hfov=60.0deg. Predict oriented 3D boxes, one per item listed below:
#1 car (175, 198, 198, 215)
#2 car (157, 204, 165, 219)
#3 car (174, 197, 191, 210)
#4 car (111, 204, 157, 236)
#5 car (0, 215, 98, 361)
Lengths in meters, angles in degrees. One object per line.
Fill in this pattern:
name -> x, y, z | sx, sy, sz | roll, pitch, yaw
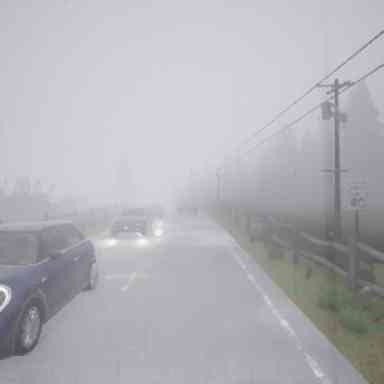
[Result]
car -> -0.529, 1.566, 36.393 | 2.097, 1.767, 4.553 | 0, 0, -4
car -> -3.577, 1.782, 30.864 | 1.895, 1.301, 4.718 | 0, 0, -2
car -> -1.378, 1.631, 47.710 | 2.097, 1.767, 4.553 | 0, 0, -6
car -> -3.348, 1.620, 19.233 | 1.837, 1.490, 4.892 | 0, -1, 0
car -> -3.302, 1.389, 6.108 | 2.097, 1.767, 4.553 | 0, 0, 0
